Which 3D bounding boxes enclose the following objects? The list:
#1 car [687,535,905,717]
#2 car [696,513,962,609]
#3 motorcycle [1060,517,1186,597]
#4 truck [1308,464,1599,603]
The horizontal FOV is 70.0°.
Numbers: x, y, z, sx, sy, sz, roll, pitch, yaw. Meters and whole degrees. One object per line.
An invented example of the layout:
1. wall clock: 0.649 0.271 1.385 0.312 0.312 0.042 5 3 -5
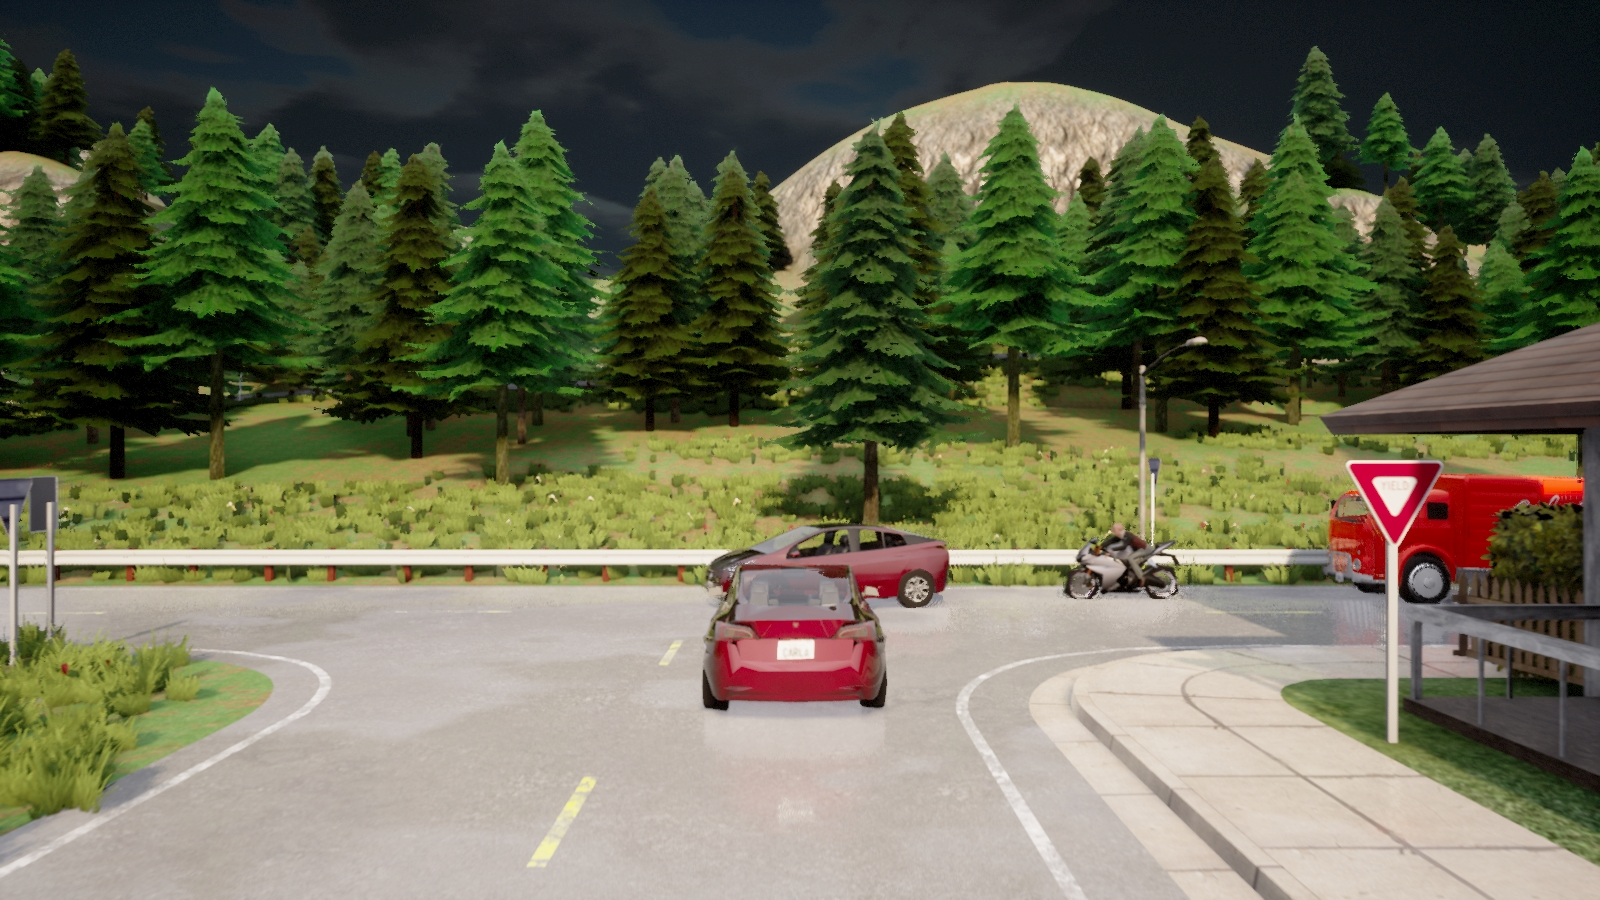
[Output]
1. car: -0.072 1.923 13.753 2.163 1.488 4.792 0 0 -1
2. car: 0.515 1.987 21.172 4.514 1.525 2.007 1 -1 -19
3. motorcycle: 6.282 2.082 22.330 2.209 1.460 0.867 0 0 -1
4. truck: 13.147 1.563 22.370 5.204 2.467 2.627 1 0 0
